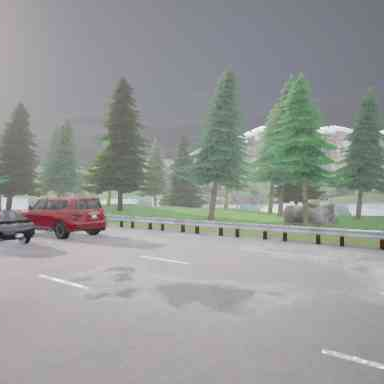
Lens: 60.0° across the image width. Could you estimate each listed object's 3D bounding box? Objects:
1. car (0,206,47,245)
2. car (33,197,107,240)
[{"bbox_3d":[-8.774,1.492,14.317,4.902,1.511,2.128,0,0,33],"label":"car"},{"bbox_3d":[-6.899,1.255,17.272,5.566,2.045,2.150,0,0,33],"label":"car"}]
